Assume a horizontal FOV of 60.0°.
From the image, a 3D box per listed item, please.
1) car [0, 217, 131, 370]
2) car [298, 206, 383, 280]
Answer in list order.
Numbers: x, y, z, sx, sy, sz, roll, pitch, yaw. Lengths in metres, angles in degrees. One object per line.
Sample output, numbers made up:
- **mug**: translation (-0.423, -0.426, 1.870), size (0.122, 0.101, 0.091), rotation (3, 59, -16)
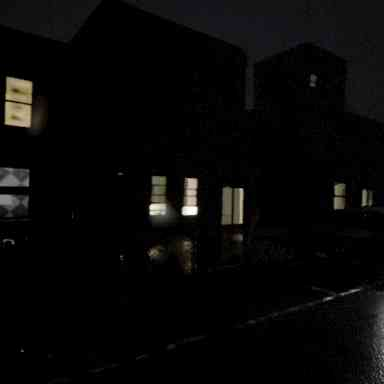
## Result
- **car**: translation (-3.243, 1.312, 4.222), size (5.009, 1.841, 2.192), rotation (1, 1, -35)
- **car**: translation (5.560, 1.416, 10.503), size (5.009, 1.841, 2.192), rotation (1, 1, -35)
